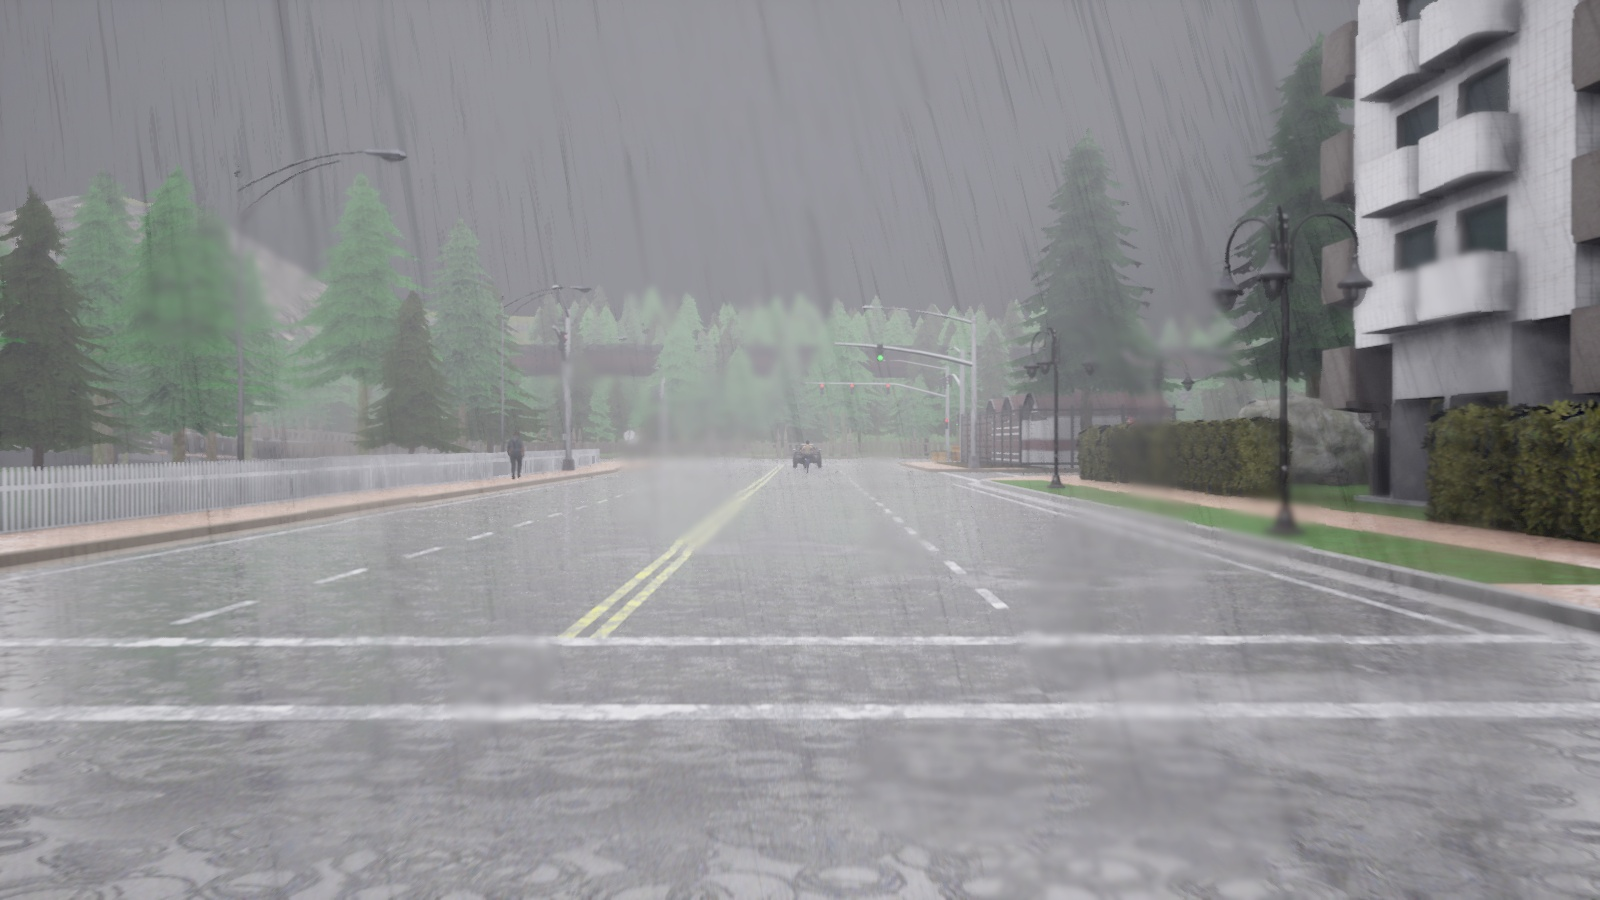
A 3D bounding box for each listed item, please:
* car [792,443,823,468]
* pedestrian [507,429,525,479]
[{"bbox_3d":[0.451,0.328,76.721,1.816,1.474,4.193,0,0,0],"label":"car"},{"bbox_3d":[-10.527,0.134,46.537,0.540,1.848,0.694,0,0,-1],"label":"pedestrian"}]
